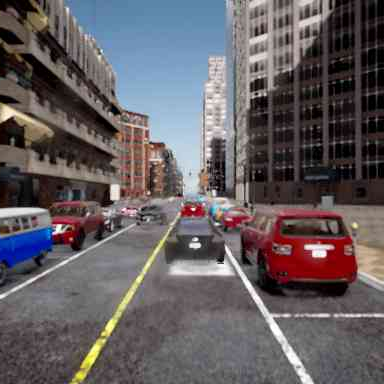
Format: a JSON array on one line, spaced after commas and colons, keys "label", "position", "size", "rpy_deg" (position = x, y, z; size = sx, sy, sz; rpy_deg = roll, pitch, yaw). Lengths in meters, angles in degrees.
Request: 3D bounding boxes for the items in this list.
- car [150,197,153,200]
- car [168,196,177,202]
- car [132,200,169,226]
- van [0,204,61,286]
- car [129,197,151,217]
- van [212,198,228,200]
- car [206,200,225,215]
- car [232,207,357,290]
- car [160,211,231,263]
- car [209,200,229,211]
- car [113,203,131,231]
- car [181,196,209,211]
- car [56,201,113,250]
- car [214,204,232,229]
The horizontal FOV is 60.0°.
[{"label": "car", "position": [-5.299, 1.442, 36.792], "size": [2.192, 1.841, 5.009], "rpy_deg": [0, 0, 0]}, {"label": "car", "position": [-5.289, 1.904, 85.622], "size": [1.752, 1.417, 4.829], "rpy_deg": [0, 0, 0]}, {"label": "car", "position": [-2.837, 1.581, 24.029], "size": [1.837, 1.490, 4.892], "rpy_deg": [0, 0, 0]}, {"label": "van", "position": [-5.306, 1.369, 9.112], "size": [1.690, 1.788, 3.998], "rpy_deg": [0, 0, 0]}, {"label": "car", "position": [-5.301, 1.544, 31.255], "size": [1.967, 1.590, 4.097], "rpy_deg": [0, 0, 0]}, {"label": "van", "position": [2.580, 1.446, 31.260], "size": [1.690, 1.788, 3.998], "rpy_deg": [0, 0, 0]}, {"label": "car", "position": [2.579, 1.653, 36.966], "size": [1.752, 1.417, 4.829], "rpy_deg": [0, 0, 0]}, {"label": "car", "position": [2.574, 1.343, 9.118], "size": [2.192, 1.841, 5.009], "rpy_deg": [0, 0, 0]}, {"label": "car", "position": [0.089, 1.602, 12.129], "size": [1.994, 1.385, 4.181], "rpy_deg": [0, 0, 0]}, {"label": "car", "position": [2.577, 1.609, 25.895], "size": [1.752, 1.417, 4.829], "rpy_deg": [0, 0, 0]}, {"label": "car", "position": [-5.305, 1.614, 20.184], "size": [2.008, 1.369, 4.403], "rpy_deg": [0, 0, 0]}, {"label": "car", "position": [0.095, 1.448, 29.206], "size": [2.097, 1.767, 4.553], "rpy_deg": [0, 0, 0]}, {"label": "car", "position": [-5.304, 1.360, 14.648], "size": [2.192, 1.841, 5.009], "rpy_deg": [0, 0, 0]}, {"label": "car", "position": [2.575, 1.645, 20.189], "size": [1.802, 1.307, 4.206], "rpy_deg": [0, 0, 0]}]
